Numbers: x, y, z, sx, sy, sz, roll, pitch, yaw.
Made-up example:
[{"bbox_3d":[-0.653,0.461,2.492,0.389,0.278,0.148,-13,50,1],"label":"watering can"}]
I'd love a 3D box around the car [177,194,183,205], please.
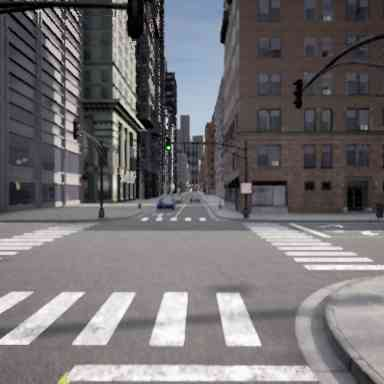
[{"bbox_3d":[-2.640,1.116,54.452,2.097,1.767,4.553,0,0,1],"label":"car"}]

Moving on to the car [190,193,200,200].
[{"bbox_3d":[0.674,1.060,74.630,2.033,1.411,5.357,0,0,1],"label":"car"}]

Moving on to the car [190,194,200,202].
[{"bbox_3d":[0.549,1.283,64.629,1.994,1.385,4.181,0,0,1],"label":"car"}]

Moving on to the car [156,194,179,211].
[{"bbox_3d":[-2.880,1.316,37.777,1.882,1.535,5.008,0,0,1],"label":"car"}]
